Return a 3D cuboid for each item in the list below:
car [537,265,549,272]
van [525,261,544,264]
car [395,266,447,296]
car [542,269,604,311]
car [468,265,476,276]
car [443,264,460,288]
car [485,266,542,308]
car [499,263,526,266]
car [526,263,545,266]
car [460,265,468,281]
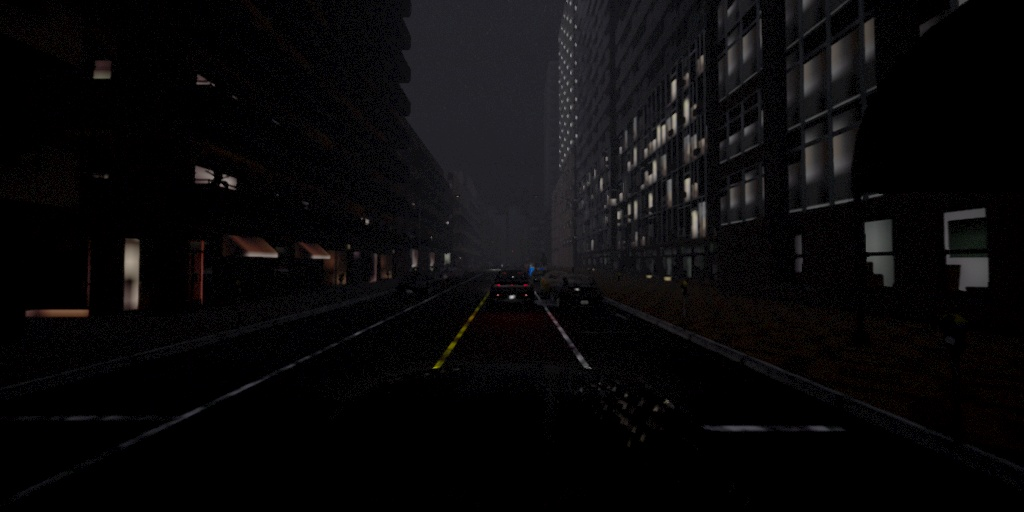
[{"bbox_3d":[2.567,1.453,20.715,1.751,1.417,4.829,0,0,0],"label":"car"},{"bbox_3d":[2.567,1.429,37.501,1.690,1.789,3.998,0,0,0],"label":"van"},{"bbox_3d":[-5.314,1.495,20.726,1.948,1.339,4.313,0,0,0],"label":"car"},{"bbox_3d":[2.567,1.425,14.893,2.007,1.370,4.403,0,0,0],"label":"car"},{"bbox_3d":[-5.314,1.726,43.311,1.802,1.307,4.207,0,0,0],"label":"car"},{"bbox_3d":[-5.314,1.423,26.372,1.967,1.591,4.097,0,0,0],"label":"car"},{"bbox_3d":[0.004,1.379,16.153,2.128,1.511,4.902,0,0,0],"label":"car"},{"bbox_3d":[0.005,1.555,31.243,1.812,1.442,4.674,0,0,0],"label":"car"},{"bbox_3d":[2.567,1.585,31.849,2.007,1.370,4.403,0,0,0],"label":"car"},{"bbox_3d":[-5.314,1.618,32.019,1.802,1.307,4.207,0,0,0],"label":"car"}]
